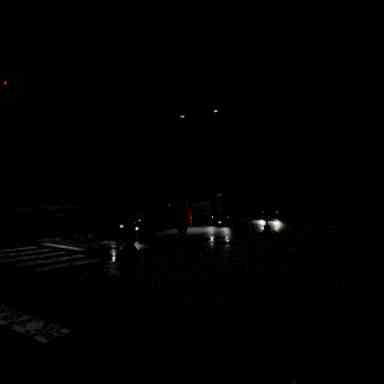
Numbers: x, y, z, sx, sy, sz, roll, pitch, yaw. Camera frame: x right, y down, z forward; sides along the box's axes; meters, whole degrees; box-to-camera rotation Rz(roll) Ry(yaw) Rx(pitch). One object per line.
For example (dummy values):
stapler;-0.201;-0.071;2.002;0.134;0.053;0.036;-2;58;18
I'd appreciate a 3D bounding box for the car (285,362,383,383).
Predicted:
car;2.352;1.551;1.274;4.403;1.369;2.008;0;0;36

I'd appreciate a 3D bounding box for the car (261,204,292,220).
car;9.314;2.107;36.458;2.097;1.767;4.553;0;-1;35

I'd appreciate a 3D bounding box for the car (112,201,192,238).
car;-2.213;1.564;20.279;2.150;2.045;5.566;0;-1;35

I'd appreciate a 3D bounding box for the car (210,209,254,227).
car;3.490;2.145;28.287;1.895;1.301;4.718;0;-1;36
